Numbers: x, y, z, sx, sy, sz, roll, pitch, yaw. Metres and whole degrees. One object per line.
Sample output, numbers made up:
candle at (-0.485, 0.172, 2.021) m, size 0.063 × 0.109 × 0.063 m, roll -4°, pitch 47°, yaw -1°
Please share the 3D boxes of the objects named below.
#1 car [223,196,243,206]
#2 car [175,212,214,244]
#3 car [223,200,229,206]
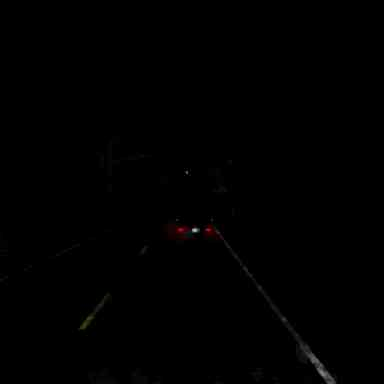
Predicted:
car at (8.500, 1.870, 68.844) m, size 3.866 × 1.878 × 1.905 m, roll 0°, pitch -1°, yaw -1°
car at (0.116, 1.724, 16.747) m, size 2.033 × 1.411 × 5.357 m, roll 0°, pitch -1°, yaw 0°
car at (8.912, 1.842, 66.333) m, size 4.605 × 1.855 × 1.932 m, roll 0°, pitch -1°, yaw -1°
